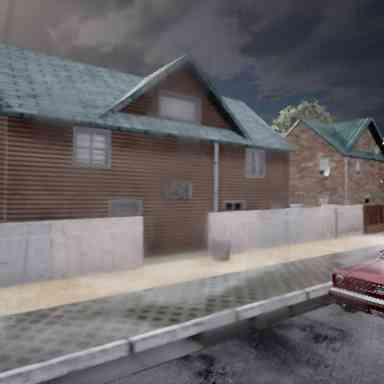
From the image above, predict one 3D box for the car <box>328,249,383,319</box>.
[{"bbox_3d":[4.714,1.584,6.420,4.718,1.301,1.895,0,0,-35],"label":"car"}]
